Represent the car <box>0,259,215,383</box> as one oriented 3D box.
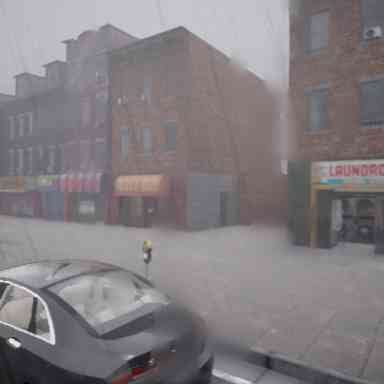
[{"bbox_3d":[-1.823,1.533,4.101,4.403,1.369,2.008,0,1,36],"label":"car"}]
